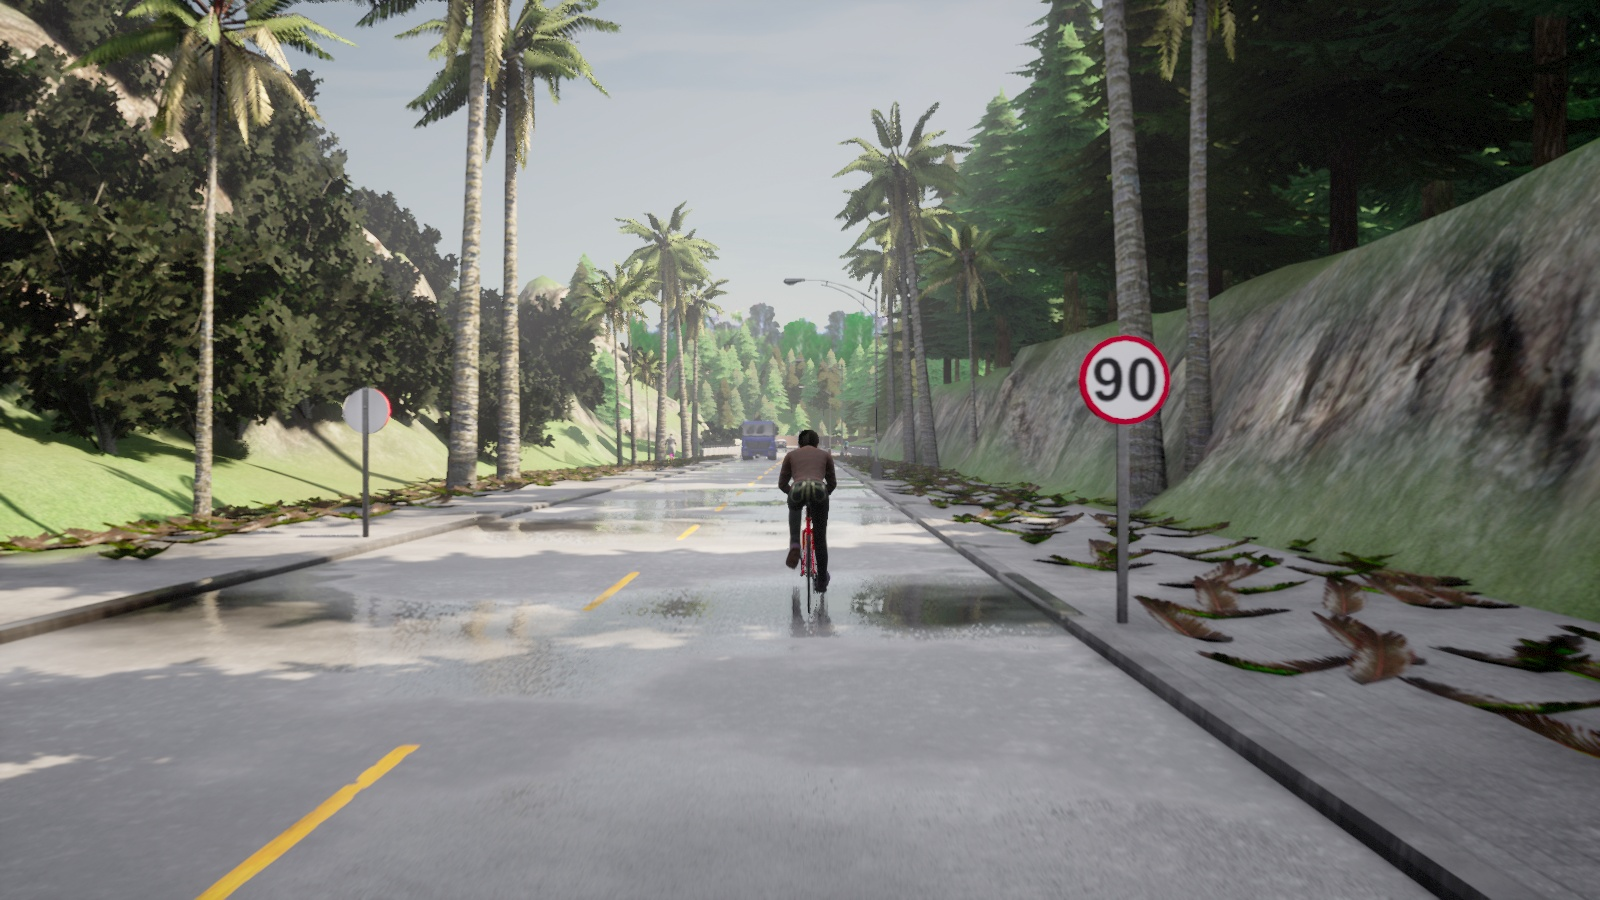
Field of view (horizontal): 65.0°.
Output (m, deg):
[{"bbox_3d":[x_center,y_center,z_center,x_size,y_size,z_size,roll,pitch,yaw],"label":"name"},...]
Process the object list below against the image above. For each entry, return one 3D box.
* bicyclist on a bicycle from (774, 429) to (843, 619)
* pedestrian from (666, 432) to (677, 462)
[{"bbox_3d":[0.078,0.634,11.579,0.582,1.620,1.656,0,0,0],"label":"bicyclist on a bicycle"},{"bbox_3d":[-8.175,-0.189,79.915,0.659,1.952,0.873,0,0,0],"label":"pedestrian"}]
